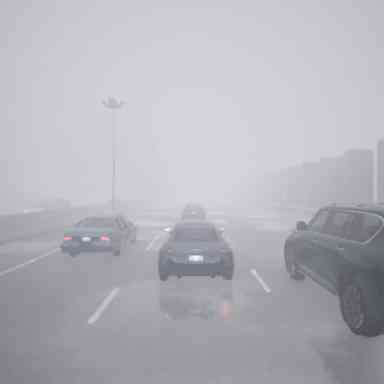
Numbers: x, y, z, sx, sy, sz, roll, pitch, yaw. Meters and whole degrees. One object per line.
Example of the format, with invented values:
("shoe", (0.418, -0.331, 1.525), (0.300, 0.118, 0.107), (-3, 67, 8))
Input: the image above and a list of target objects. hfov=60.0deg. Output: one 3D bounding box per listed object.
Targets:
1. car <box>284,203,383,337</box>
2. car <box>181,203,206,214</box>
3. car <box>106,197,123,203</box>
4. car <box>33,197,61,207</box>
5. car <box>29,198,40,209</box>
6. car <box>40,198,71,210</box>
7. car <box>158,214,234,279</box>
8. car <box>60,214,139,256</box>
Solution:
("car", (3.601, 1.231, 6.812), (2.150, 2.045, 5.566), (0, 0, 0))
("car", (0.127, 1.601, 28.079), (1.994, 1.385, 4.181), (0, 0, 0))
("car", (-13.439, 1.639, 57.516), (1.994, 1.385, 4.181), (0, 0, 2))
("car", (-23.964, 1.620, 55.173), (2.033, 1.411, 5.357), (0, 0, 2))
("car", (-20.701, 1.538, 46.271), (1.882, 1.535, 5.008), (0, 0, 2))
("car", (-17.288, 1.560, 43.051), (1.837, 1.490, 4.892), (0, 0, 2))
("car", (0.100, 1.577, 10.076), (1.994, 1.385, 4.181), (0, 0, 0))
("car", (-3.402, 1.565, 13.191), (2.033, 1.411, 5.357), (0, 0, 0))
